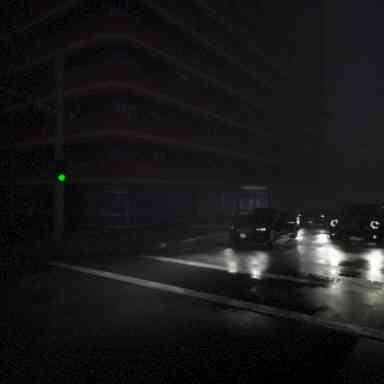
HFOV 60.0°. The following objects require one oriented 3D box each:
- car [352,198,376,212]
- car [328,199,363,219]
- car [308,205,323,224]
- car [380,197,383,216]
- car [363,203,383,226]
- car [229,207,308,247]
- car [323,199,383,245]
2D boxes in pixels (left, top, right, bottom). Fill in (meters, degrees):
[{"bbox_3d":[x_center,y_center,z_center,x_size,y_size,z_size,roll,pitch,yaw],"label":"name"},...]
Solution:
[{"bbox_3d":[20.116,1.515,38.884,1.812,1.442,4.674,0,0,36],"label":"car"},{"bbox_3d":[14.133,1.481,30.472,2.128,1.511,4.902,0,0,35],"label":"car"},{"bbox_3d":[8.779,1.590,22.891,1.895,1.301,4.718,0,0,35],"label":"car"},{"bbox_3d":[19.553,1.348,32.063,2.097,1.767,4.553,0,0,35],"label":"car"},{"bbox_3d":[13.677,1.560,23.763,1.994,1.385,4.181,0,0,35],"label":"car"},{"bbox_3d":[3.436,1.481,15.321,2.128,1.511,4.902,0,0,35],"label":"car"},{"bbox_3d":[7.958,1.348,15.653,2.097,1.767,4.553,0,0,35],"label":"car"}]
